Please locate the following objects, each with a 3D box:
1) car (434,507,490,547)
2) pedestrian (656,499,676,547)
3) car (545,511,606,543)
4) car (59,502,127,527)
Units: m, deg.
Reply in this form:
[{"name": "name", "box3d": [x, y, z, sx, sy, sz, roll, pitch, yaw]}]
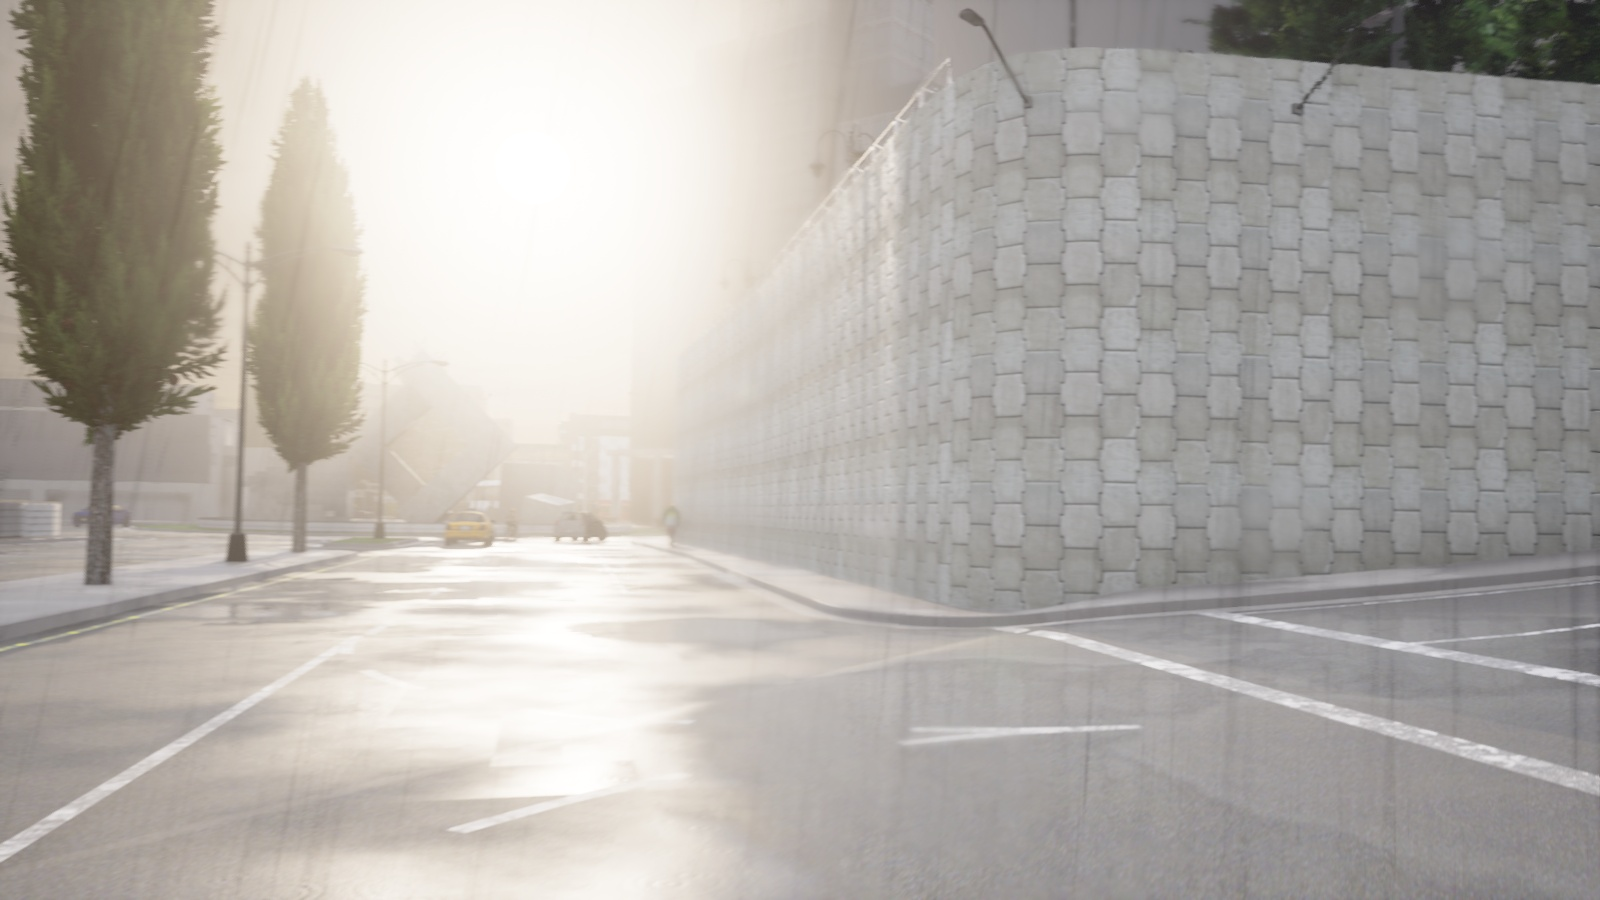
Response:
[{"name": "car", "box3d": [-14.391, 3.253, 53.759, 1.801, 1.575, 5.366, 2, -3, -10]}, {"name": "pedestrian", "box3d": [-5.527, 3.017, 51.719, 0.659, 1.952, 0.873, 2, -3, -15]}, {"name": "car", "box3d": [-11.195, 3.834, 62.739, 1.845, 1.501, 3.633, 0, -3, 10]}, {"name": "car", "box3d": [-45.155, 4.098, 80.302, 1.882, 1.535, 5.008, 1, -3, -6]}]
